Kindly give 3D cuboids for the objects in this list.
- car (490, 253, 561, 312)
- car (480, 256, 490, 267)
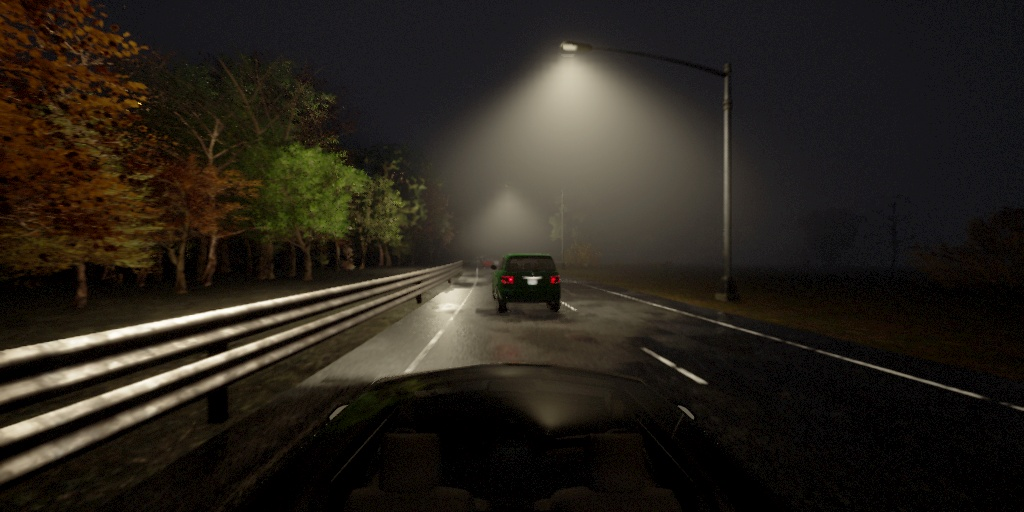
[{"bbox_3d":[0.408,0.916,14.135,2.150,2.045,5.566,0,0,-5],"label":"car"},{"bbox_3d":[-3.811,1.047,58.166,1.994,1.385,4.181,0,0,-5],"label":"car"}]
